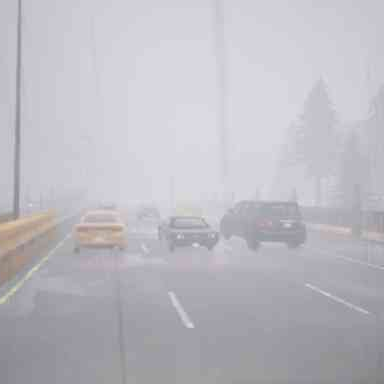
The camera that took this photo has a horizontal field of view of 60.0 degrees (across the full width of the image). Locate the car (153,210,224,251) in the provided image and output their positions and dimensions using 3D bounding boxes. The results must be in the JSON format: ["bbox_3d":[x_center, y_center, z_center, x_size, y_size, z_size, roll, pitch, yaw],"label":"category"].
[{"bbox_3d":[-0.367,1.706,14.678,1.895,1.301,4.718,1,0,-13],"label":"car"}]

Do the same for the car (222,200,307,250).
[{"bbox_3d":[3.060,1.372,15.414,2.150,2.045,5.566,1,0,-13],"label":"car"}]

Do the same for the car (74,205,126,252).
[{"bbox_3d":[-3.852,1.534,14.225,1.882,1.535,5.008,1,0,-13],"label":"car"}]

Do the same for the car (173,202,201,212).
[{"bbox_3d":[-0.521,1.698,30.456,1.882,1.535,5.008,1,0,-13],"label":"car"}]

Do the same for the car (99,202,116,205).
[{"bbox_3d":[-7.287,1.611,28.642,2.128,1.511,4.902,1,0,-13],"label":"car"}]

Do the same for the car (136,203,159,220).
[{"bbox_3d":[-3.900,1.695,29.530,1.812,1.442,4.674,1,0,-13],"label":"car"}]
